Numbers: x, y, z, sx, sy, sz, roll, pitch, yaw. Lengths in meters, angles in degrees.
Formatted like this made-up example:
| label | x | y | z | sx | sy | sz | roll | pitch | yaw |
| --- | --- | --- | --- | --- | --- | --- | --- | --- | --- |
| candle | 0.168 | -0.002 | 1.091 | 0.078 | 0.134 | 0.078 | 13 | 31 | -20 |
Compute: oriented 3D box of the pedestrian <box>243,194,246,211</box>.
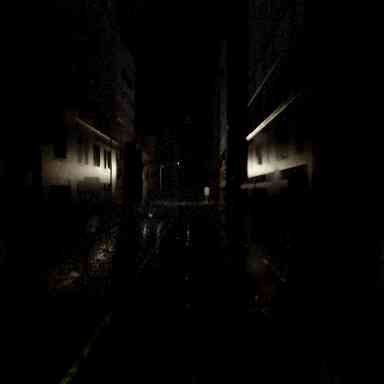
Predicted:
| label | x | y | z | sx | sy | sz | roll | pitch | yaw |
| --- | --- | --- | --- | --- | --- | --- | --- | --- | --- |
| pedestrian | 5.632 | 1.130 | 35.618 | 0.375 | 1.860 | 0.375 | 0 | 0 | 0 |

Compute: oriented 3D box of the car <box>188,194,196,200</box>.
| label | x | y | z | sx | sy | sz | roll | pitch | yaw |
| --- | --- | --- | --- | --- | --- | --- | --- | --- | --- |
| car | -0.008 | 1.425 | 89.734 | 1.812 | 1.442 | 4.674 | 0 | 0 | 0 |

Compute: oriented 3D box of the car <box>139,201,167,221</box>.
| label | x | y | z | sx | sy | sz | roll | pitch | yaw |
| --- | --- | --- | --- | --- | --- | --- | --- | --- | --- |
| car | -3.070 | 1.481 | 27.156 | 2.128 | 1.511 | 4.902 | 0 | 0 | 0 |

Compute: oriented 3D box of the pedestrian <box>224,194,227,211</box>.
| label | x | y | z | sx | sy | sz | roll | pitch | yaw |
| --- | --- | --- | --- | --- | --- | --- | --- | --- | --- |
| pedestrian | 3.632 | 1.124 | 36.218 | 0.375 | 1.860 | 0.375 | 0 | 0 | 0 |

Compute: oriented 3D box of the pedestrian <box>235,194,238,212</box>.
| label | x | y | z | sx | sy | sz | roll | pitch | yaw |
| --- | --- | --- | --- | --- | --- | --- | --- | --- | --- |
| pedestrian | 4.632 | 1.126 | 35.018 | 0.375 | 1.860 | 0.375 | 0 | 0 | 0 |
